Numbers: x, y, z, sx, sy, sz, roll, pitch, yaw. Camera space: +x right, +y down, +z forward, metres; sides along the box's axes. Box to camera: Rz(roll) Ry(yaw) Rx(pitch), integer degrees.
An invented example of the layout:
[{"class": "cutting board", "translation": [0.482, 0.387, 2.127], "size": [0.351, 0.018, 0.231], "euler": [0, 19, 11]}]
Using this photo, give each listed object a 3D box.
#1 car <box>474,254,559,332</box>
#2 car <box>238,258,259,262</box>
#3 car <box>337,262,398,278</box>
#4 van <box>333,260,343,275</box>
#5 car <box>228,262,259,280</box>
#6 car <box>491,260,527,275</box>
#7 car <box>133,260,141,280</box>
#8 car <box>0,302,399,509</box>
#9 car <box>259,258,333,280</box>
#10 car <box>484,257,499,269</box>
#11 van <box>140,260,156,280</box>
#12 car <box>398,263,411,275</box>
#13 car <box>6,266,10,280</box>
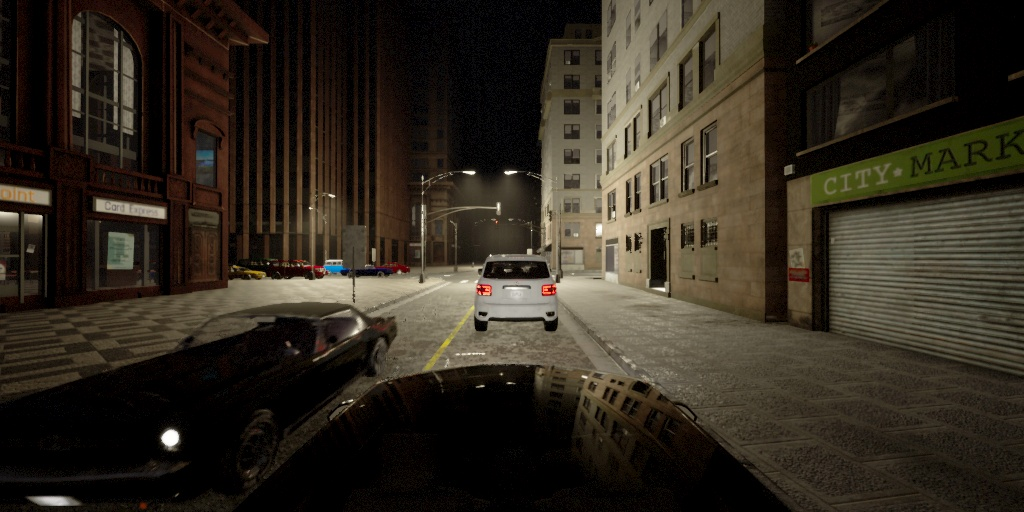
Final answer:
[{"class": "car", "translation": [0.096, 0.974, 11.067], "size": [2.150, 2.045, 5.566], "euler": [0, 0, 0]}, {"class": "car", "translation": [-24.124, 1.248, 35.325], "size": [5.566, 2.045, 2.150], "euler": [-1, 0, -1]}, {"class": "car", "translation": [-14.159, 1.507, 35.300], "size": [4.718, 1.301, 1.895], "euler": [-1, 0, 0]}, {"class": "van", "translation": [-19.617, 1.341, 41.272], "size": [3.998, 1.789, 1.690], "euler": [0, 0, 0]}, {"class": "car", "translation": [-25.089, 1.553, 32.764], "size": [4.829, 1.417, 1.751], "euler": [0, 0, 0]}, {"class": "car", "translation": [-0.411, 1.252, 39.739], "size": [2.128, 1.511, 4.902], "euler": [-1, 0, -25]}, {"class": "car", "translation": [-34.680, 1.376, 35.377], "size": [5.566, 2.045, 2.150], "euler": [-1, 0, 0]}, {"class": "car", "translation": [-3.101, 1.351, 4.636], "size": [1.895, 1.301, 4.718], "euler": [0, 0, 0]}, {"class": "car", "translation": [-19.634, 1.274, 32.746], "size": [5.009, 1.841, 2.192], "euler": [0, 0, 0]}, {"class": "car", "translation": [-3.103, 1.093, 55.108], "size": [2.097, 1.767, 4.553], "euler": [0, 0, 0]}, {"class": "van", "translation": [-30.883, 1.436, 32.782], "size": [3.998, 1.789, 1.690], "euler": [0, 0, 0]}, {"class": "car", "translation": [-13.993, 1.478, 41.254], "size": [4.507, 1.381, 1.888], "euler": [0, 0, 0]}, {"class": "car", "translation": [-47.755, 1.850, 32.836], "size": [4.403, 1.370, 2.007], "euler": [0, 0, 0]}]
